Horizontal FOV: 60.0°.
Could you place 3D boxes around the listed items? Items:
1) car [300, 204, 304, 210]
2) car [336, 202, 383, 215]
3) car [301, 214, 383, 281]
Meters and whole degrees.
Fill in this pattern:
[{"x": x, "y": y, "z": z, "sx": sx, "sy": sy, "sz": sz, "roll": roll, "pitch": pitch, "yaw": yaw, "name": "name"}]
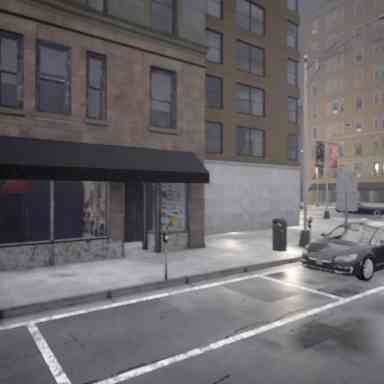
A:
[{"x": 10.341, "y": 1.495, "z": 38.716, "sx": 2.033, "sy": 1.411, "sz": 5.357, "roll": 0, "pitch": 0, "yaw": -36, "name": "car"}, {"x": 16.009, "y": 1.594, "z": 30.840, "sx": 1.895, "sy": 1.301, "sz": 4.718, "roll": 0, "pitch": 0, "yaw": -36, "name": "car"}, {"x": 5.036, "y": 1.570, "z": 9.780, "sx": 4.403, "sy": 1.369, "sz": 2.008, "roll": 0, "pitch": 0, "yaw": -35, "name": "car"}]
